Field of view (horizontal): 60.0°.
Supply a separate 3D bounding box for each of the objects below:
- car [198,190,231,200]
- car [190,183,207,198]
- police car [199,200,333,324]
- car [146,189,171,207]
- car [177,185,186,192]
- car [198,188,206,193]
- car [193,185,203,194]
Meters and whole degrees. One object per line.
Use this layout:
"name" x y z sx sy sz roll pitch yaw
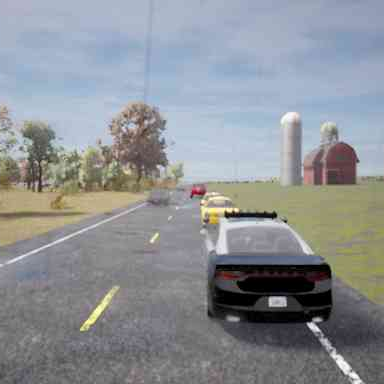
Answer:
"car" 1.380 0.911 17.152 1.801 1.575 5.366 0 2 1
"car" 0.888 -0.267 46.727 2.150 2.045 5.566 0 2 1
"police car" 1.205 1.198 7.077 1.930 1.638 5.238 0 2 1
"car" -3.025 0.525 30.792 1.837 1.490 4.892 0 1 1
"car" -2.237 -0.774 70.778 1.837 1.490 4.892 0 2 1
"car" 1.484 0.720 23.149 1.801 1.575 5.366 0 2 1
"car" 1.148 -0.543 64.123 1.837 1.490 4.892 0 2 1
